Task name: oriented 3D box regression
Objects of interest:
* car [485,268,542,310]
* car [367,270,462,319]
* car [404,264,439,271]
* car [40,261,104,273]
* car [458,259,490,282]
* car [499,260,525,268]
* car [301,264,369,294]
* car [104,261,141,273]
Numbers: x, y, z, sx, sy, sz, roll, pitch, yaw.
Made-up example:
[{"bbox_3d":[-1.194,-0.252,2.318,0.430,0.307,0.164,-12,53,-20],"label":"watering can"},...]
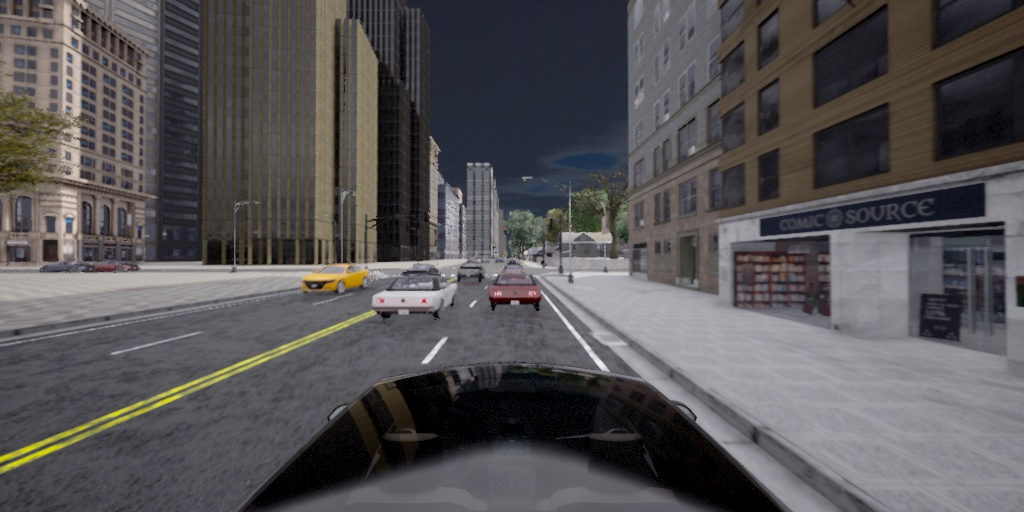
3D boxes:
[{"bbox_3d":[0.108,1.338,14.679,1.895,1.301,4.718,0,0,0],"label":"car"},{"bbox_3d":[-3.142,1.340,12.644,1.895,1.301,4.718,0,0,0],"label":"car"},{"bbox_3d":[-6.540,1.270,25.986,2.033,1.411,5.357,0,0,0],"label":"car"},{"bbox_3d":[-47.502,1.219,38.542,4.181,1.385,1.994,0,-1,-6],"label":"car"},{"bbox_3d":[-3.132,1.209,28.193,2.128,1.511,4.902,0,0,0],"label":"car"},{"bbox_3d":[0.115,1.284,28.403,1.994,1.385,4.181,0,0,0],"label":"car"},{"bbox_3d":[-9.821,1.208,20.308,1.882,1.535,5.008,0,0,0],"label":"car"},{"bbox_3d":[-46.347,1.247,41.961,4.181,1.385,1.994,0,-1,-6],"label":"car"}]
